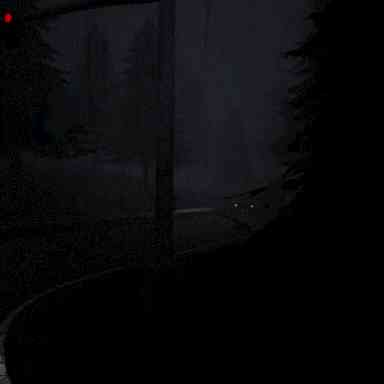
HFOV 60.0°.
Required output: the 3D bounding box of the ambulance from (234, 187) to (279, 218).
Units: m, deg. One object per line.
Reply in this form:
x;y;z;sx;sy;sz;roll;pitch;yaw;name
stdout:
5.948;0.817;29.071;2.351;2.431;6.366;2;1;36;ambulance
